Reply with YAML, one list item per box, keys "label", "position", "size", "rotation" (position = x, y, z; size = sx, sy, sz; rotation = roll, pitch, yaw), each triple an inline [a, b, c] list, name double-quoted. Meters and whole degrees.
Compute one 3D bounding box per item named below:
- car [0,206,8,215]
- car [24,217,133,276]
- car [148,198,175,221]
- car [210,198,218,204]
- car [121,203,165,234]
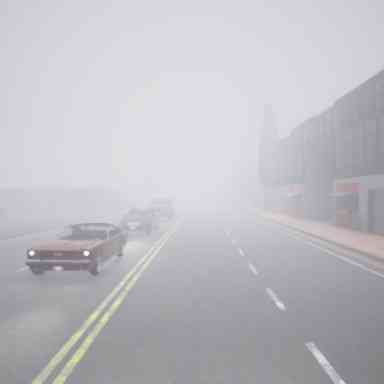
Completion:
- label: "car"
  position: [-21.089, 1.731, 34.051]
  size: [3.806, 1.475, 1.970]
  rotation: [0, -1, 0]
- label: "car"
  position: [-3.446, 1.711, 10.879]
  size: [1.895, 1.301, 4.718]
  rotation: [0, -1, 1]
- label: "car"
  position: [-2.853, 1.543, 31.364]
  size: [2.150, 2.045, 5.566]
  rotation: [0, -1, 2]
- label: "car"
  position: [5.930, 2.430, 88.438]
  size: [2.128, 1.511, 4.902]
  rotation: [0, -1, 2]
- label: "car"
  position: [-3.183, 1.702, 20.744]
  size: [2.128, 1.511, 4.902]
  rotation: [0, -1, 2]
